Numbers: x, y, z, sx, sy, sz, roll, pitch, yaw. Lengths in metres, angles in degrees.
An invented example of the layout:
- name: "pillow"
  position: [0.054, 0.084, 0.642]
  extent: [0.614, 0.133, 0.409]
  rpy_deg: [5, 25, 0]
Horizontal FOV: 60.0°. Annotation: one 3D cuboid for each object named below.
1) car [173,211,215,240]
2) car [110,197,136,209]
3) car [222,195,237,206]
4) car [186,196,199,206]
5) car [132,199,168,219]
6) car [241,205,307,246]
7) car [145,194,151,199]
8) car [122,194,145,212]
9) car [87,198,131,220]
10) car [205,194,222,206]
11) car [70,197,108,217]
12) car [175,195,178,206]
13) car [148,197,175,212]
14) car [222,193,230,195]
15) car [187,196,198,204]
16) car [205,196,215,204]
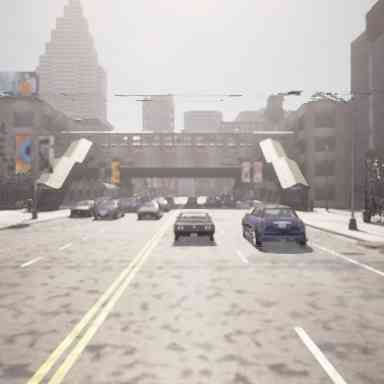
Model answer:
- name: "car"
  position: [0.099, 1.619, 16.961]
  extent: [1.895, 1.301, 4.718]
  rpy_deg: [0, 0, 0]
- name: "car"
  position: [-10.010, 1.534, 48.673]
  extent: [2.231, 1.521, 4.892]
  rpy_deg: [0, 0, 10]
- name: "car"
  position: [6.719, 1.660, 59.903]
  extent: [1.895, 1.301, 4.718]
  rpy_deg: [0, 0, 0]
- name: "car"
  position: [0.037, 1.567, 56.999]
  extent: [1.837, 1.490, 4.892]
  rpy_deg: [0, 0, 1]
- name: "car"
  position: [-3.563, 1.580, 29.312]
  extent: [2.033, 1.411, 5.357]
  rpy_deg: [0, 0, 0]
- name: "car"
  position: [3.597, 1.369, 15.378]
  extent: [2.097, 1.767, 4.553]
  rpy_deg: [0, 0, 0]
- name: "car"
  position: [-7.030, 1.532, 49.671]
  extent: [1.882, 1.535, 5.008]
  rpy_deg: [0, 0, 1]
- name: "car"
  position: [-7.055, 1.394, 38.052]
  extent: [2.097, 1.767, 4.553]
  rpy_deg: [0, 0, 0]
- name: "car"
  position: [-7.069, 1.523, 28.934]
  extent: [2.128, 1.511, 4.902]
  rpy_deg: [0, 0, 0]
- name: "car"
  position: [3.537, 1.553, 56.997]
  extent: [2.128, 1.511, 4.902]
  rpy_deg: [0, 0, 1]
- name: "car"
  position: [-9.903, 1.514, 31.472]
  extent: [2.097, 1.535, 5.008]
  rpy_deg: [0, 0, 0]
- name: "car"
  position: [-3.522, 1.561, 50.764]
  extent: [1.837, 1.490, 4.892]
  rpy_deg: [0, 0, 1]
- name: "car"
  position: [-3.547, 1.590, 39.386]
  extent: [2.033, 1.411, 5.357]
  rpy_deg: [0, 0, 1]
- name: "car"
  position: [6.673, 1.302, 67.300]
  extent: [2.435, 2.045, 5.566]
  rpy_deg: [0, 0, 0]
- name: "car"
  position: [0.122, 1.557, 67.415]
  extent: [2.128, 1.511, 4.902]
  rpy_deg: [0, 0, 0]
- name: "car"
  position: [3.622, 1.584, 67.408]
  extent: [1.812, 1.442, 4.674]
  rpy_deg: [0, 0, 0]
